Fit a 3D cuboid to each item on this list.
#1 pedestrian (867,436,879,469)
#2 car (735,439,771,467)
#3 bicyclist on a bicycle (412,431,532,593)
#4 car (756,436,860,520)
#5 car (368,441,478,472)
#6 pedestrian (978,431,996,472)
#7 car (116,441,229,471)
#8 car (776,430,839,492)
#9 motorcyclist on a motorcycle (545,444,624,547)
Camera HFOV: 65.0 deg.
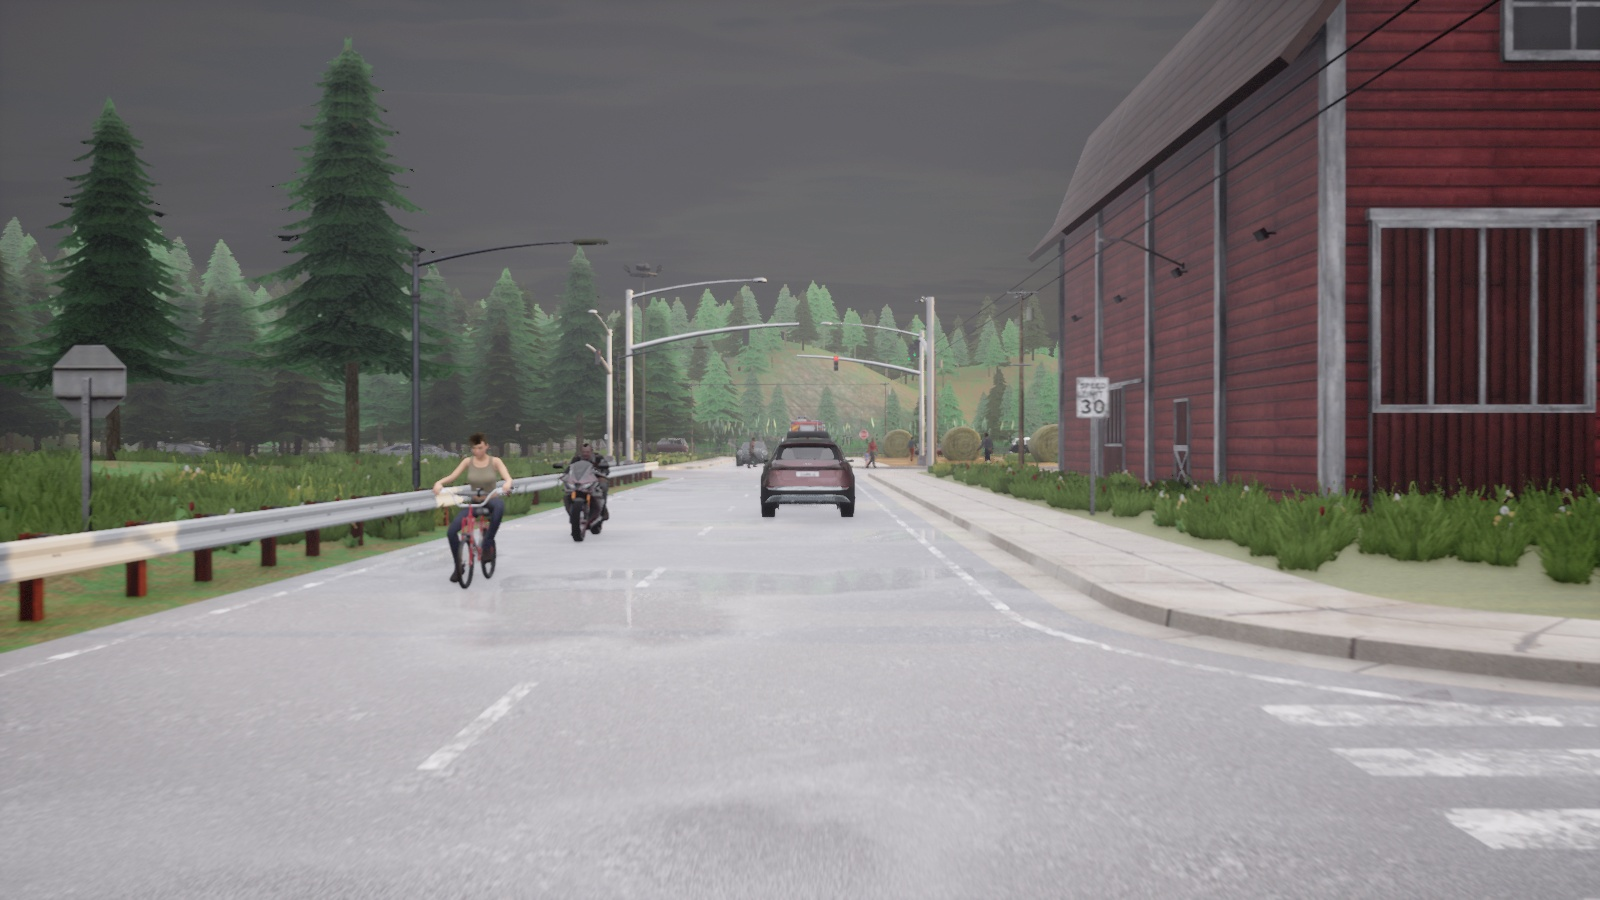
[{"bbox_3d":[4.065,0.147,70.193,0.331,1.846,0.636,0,0,-38],"label":"pedestrian"},{"bbox_3d":[-3.022,0.169,81.346,2.097,1.767,4.553,0,0,0],"label":"car"},{"bbox_3d":[-3.416,0.610,13.216,0.866,1.612,1.509,0,0,0],"label":"bicyclist on a bicycle"},{"bbox_3d":[0.168,0.533,26.944,2.033,1.649,4.856,0,0,0],"label":"car"},{"bbox_3d":[-18.894,0.325,63.108,4.902,1.511,2.128,0,0,-1],"label":"car"},{"bbox_3d":[8.812,0.065,59.125,0.423,1.949,0.788,0,0,-34],"label":"pedestrian"},{"bbox_3d":[-33.170,0.317,66.450,5.008,1.535,1.882,0,0,0],"label":"car"},{"bbox_3d":[0.244,0.329,40.075,1.905,1.878,3.866,0,0,0],"label":"car"},{"bbox_3d":[-3.372,0.673,19.859,0.866,1.530,2.191,0,0,0],"label":"motorcyclist on a motorcycle"}]
